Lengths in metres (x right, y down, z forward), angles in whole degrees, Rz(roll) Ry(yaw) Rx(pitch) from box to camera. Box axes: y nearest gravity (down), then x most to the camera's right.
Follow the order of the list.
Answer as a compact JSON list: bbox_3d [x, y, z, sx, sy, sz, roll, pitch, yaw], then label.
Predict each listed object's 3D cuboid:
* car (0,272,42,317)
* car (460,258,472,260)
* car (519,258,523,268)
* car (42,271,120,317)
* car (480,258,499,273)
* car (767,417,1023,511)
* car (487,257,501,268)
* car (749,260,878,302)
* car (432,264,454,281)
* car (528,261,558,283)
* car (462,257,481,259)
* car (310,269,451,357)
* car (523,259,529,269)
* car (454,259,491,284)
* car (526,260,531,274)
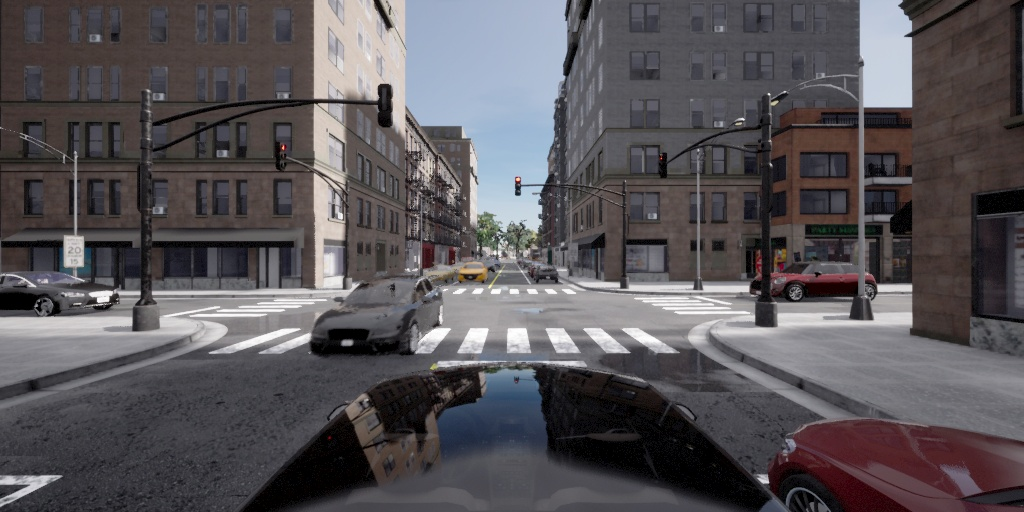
[{"bbox_3d":[-5.398,1.065,0.758,2.192,1.841,5.009,0,0,0],"label":"car"},{"bbox_3d":[-5.504,1.278,38.559,1.751,1.417,4.829,0,0,0],"label":"car"},{"bbox_3d":[2.504,1.306,55.195,2.007,1.370,4.403,0,0,0],"label":"car"},{"bbox_3d":[-17.098,1.310,12.900,4.902,1.511,2.128,0,0,1],"label":"car"},{"bbox_3d":[-2.946,1.260,43.216,1.837,1.490,4.892,0,0,0],"label":"car"},{"bbox_3d":[2.640,1.332,0.778,1.802,1.307,4.207,0,0,0],"label":"car"},{"bbox_3d":[-2.908,1.304,61.615,2.033,1.411,5.357,0,0,0],"label":"car"},{"bbox_3d":[13.223,1.036,15.965,4.553,1.767,2.097,0,0,0],"label":"car"},{"bbox_3d":[-5.480,1.277,27.596,1.751,1.417,4.829,0,0,0],"label":"car"},{"bbox_3d":[2.572,1.302,27.786,2.007,1.370,4.403,0,0,0],"label":"car"},{"bbox_3d":[-5.516,1.068,44.211,2.192,1.841,5.009,0,0,0],"label":"car"},{"bbox_3d":[-2.871,1.251,8.657,1.837,1.490,4.892,0,0,0],"label":"car"},{"bbox_3d":[2.545,1.303,38.749,2.007,1.370,4.403,0,0,0],"label":"car"},{"bbox_3d":[-2.916,1.229,27.534,1.882,1.535,5.008,0,0,0],"label":"car"},{"bbox_3d":[2.559,1.297,33.267,1.888,1.381,4.507,0,0,0],"label":"car"}]
